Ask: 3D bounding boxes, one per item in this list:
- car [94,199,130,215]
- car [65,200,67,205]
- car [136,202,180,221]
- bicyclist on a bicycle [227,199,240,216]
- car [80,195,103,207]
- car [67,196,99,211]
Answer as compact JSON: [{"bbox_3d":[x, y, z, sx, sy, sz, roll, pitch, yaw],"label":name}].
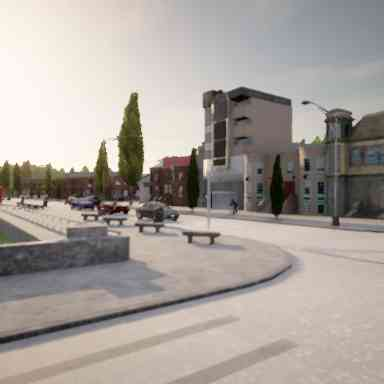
[{"bbox_3d":[-8.198,1.674,34.504,1.895,1.301,4.718,0,0,-35],"label":"car"},{"bbox_3d":[-21.764,1.621,60.748,1.812,1.442,4.674,0,0,-36],"label":"car"},{"bbox_3d":[-2.858,1.578,27.010,1.837,1.490,4.892,0,0,-35],"label":"car"},{"bbox_3d":[3.968,1.469,31.903,1.656,1.620,0.582,0,0,-35],"label":"bicyclist on a bicycle"},{"bbox_3d":[-16.028,1.448,52.715,2.097,1.767,4.553,0,0,-36],"label":"car"},{"bbox_3d":[-14.092,1.550,42.808,1.882,1.535,5.008,0,0,-35],"label":"car"}]
